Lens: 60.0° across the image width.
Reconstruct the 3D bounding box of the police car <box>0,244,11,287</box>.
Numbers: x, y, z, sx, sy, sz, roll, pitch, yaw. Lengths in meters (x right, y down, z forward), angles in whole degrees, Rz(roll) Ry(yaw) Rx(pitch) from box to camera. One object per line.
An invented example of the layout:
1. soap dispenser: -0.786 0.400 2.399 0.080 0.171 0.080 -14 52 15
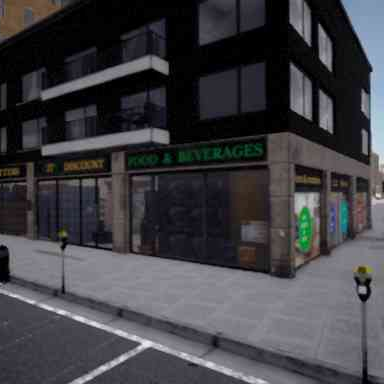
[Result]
1. police car: -6.362 1.431 7.961 5.238 1.638 1.930 0 0 36
